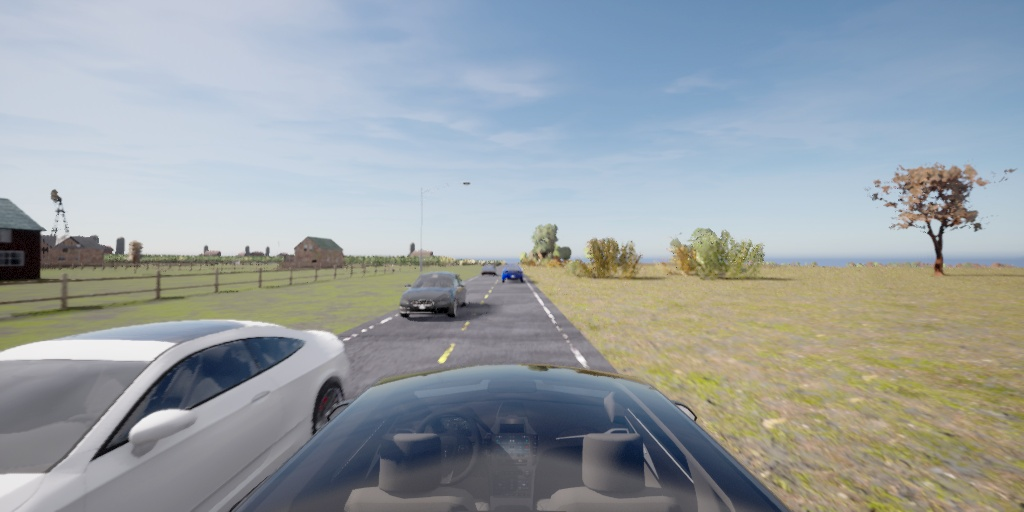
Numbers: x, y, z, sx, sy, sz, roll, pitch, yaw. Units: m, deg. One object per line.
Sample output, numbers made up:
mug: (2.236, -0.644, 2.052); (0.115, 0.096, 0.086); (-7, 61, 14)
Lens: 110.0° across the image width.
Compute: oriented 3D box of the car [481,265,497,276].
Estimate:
car: (-2.880, 1.817, 45.403); (2.033, 1.411, 5.357); (0, -1, 0)

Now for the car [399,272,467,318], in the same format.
car: (-2.846, 1.389, 13.805); (1.837, 1.490, 4.892); (0, 0, 0)

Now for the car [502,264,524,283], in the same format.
car: (0.078, 1.581, 32.801); (1.882, 1.535, 5.008); (0, -1, 0)

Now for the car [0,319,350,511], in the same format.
car: (-2.850, 1.286, 2.564); (1.812, 1.442, 4.674); (0, -1, 0)
